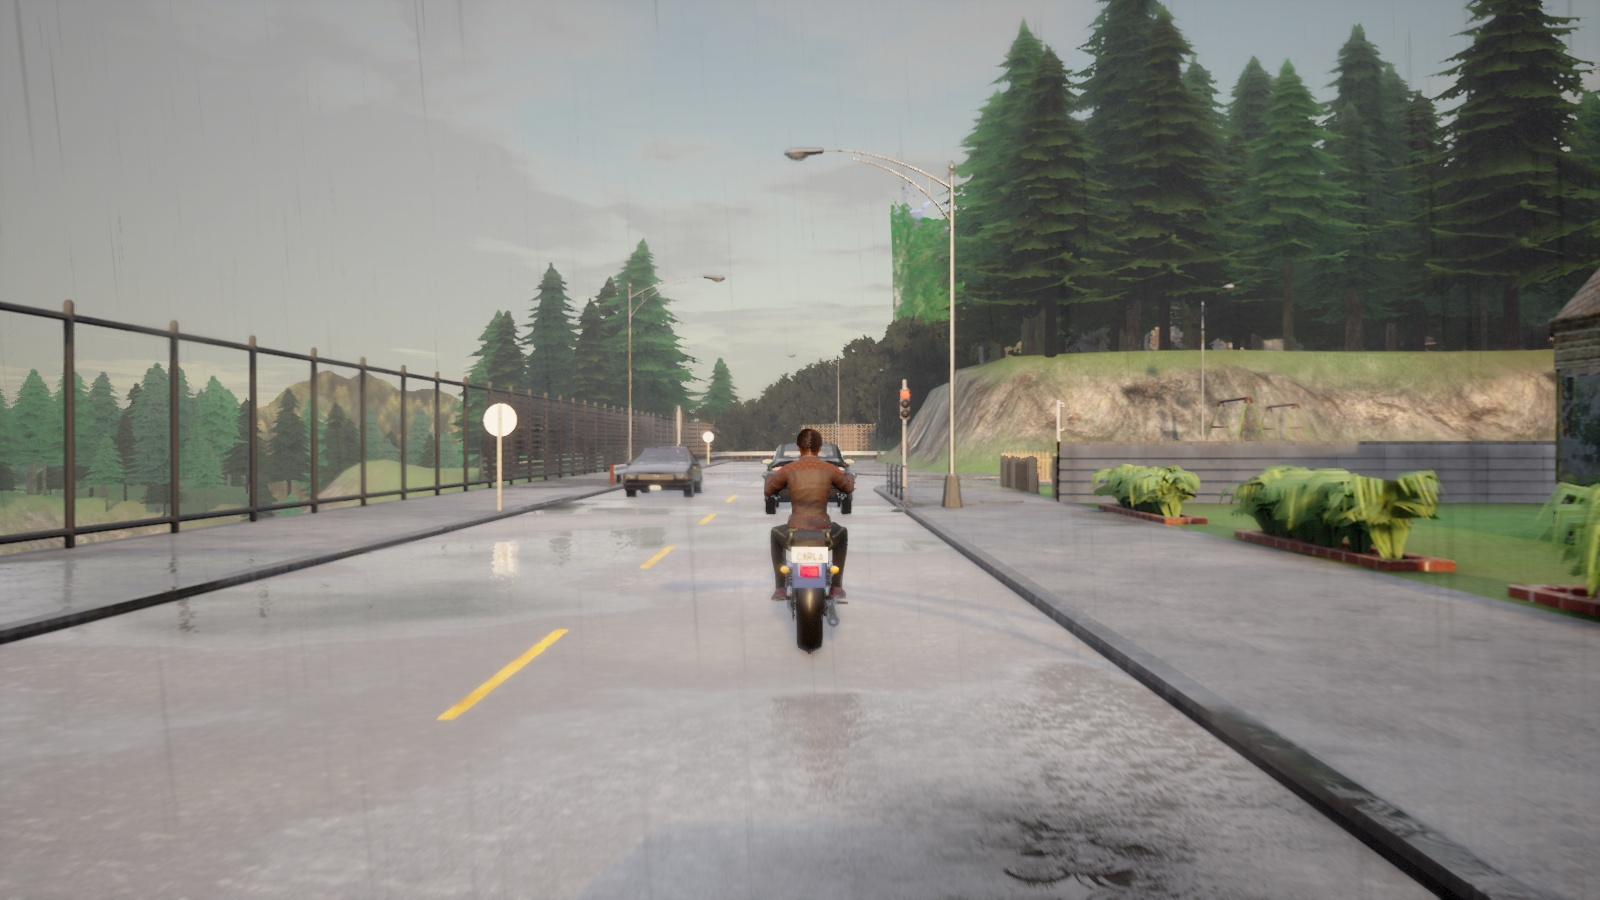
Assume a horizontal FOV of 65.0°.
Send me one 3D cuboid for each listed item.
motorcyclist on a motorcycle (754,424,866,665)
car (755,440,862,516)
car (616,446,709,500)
[{"bbox_3d":[0.074,0.642,9.771,0.766,1.649,2.350,0,0,0],"label":"motorcyclist on a motorcycle"},{"bbox_3d":[0.182,0.548,27.393,2.128,1.511,4.902,0,0,0],"label":"car"},{"bbox_3d":[-3.804,0.590,35.623,2.033,1.411,5.357,0,0,0],"label":"car"}]
